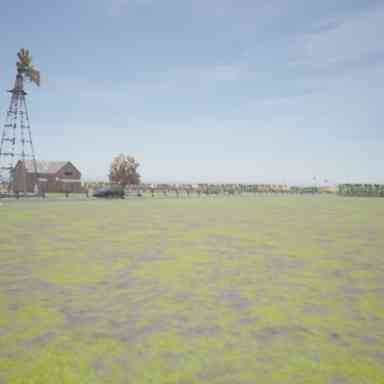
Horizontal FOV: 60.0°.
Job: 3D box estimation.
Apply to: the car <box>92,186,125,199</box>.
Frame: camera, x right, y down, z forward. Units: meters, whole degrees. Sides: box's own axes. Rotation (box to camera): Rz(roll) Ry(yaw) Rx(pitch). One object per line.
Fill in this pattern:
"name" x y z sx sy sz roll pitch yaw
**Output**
"car" -13.645 0.069 54.878 2.150 2.045 5.566 3 2 38
